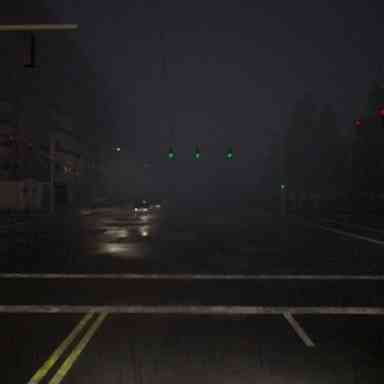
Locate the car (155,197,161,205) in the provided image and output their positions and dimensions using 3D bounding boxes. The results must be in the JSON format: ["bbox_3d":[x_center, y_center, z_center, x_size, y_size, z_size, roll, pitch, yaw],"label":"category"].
[{"bbox_3d":[-7.018,1.700,63.777,1.895,1.301,4.718,0,0,0],"label":"car"}]

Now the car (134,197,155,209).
[{"bbox_3d":[-7.075,1.622,47.929,2.033,1.411,5.357,0,0,0],"label":"car"}]
